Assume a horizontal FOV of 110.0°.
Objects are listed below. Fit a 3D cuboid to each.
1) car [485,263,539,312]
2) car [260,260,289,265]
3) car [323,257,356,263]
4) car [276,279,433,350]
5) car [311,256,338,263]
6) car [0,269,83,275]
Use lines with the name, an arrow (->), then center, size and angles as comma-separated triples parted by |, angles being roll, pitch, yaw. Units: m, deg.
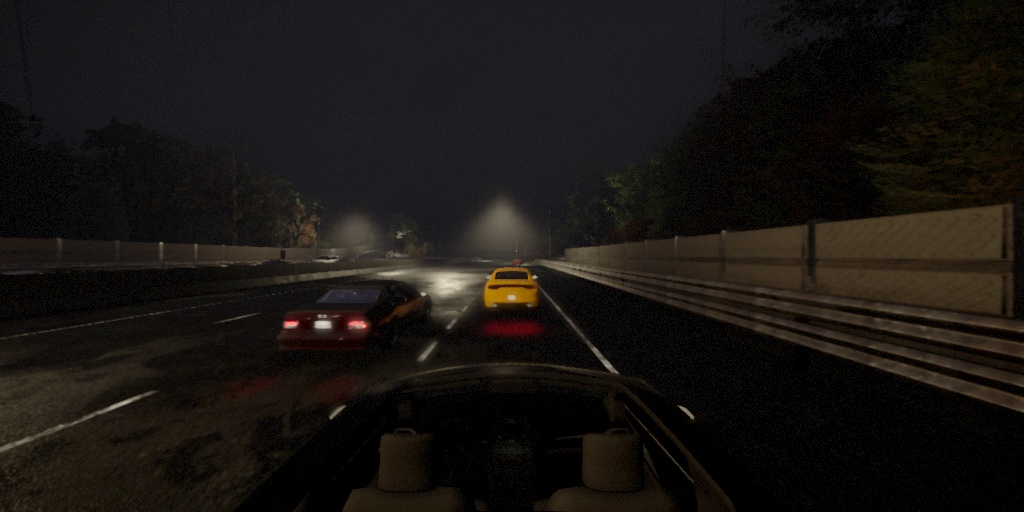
car -> -0.006, 1.206, 14.229 | 1.882, 1.535, 5.008 | 0, 0, 0
car -> -31.524, 1.238, 47.569 | 1.812, 1.442, 4.674 | 0, 1, 0
car -> -21.037, 1.200, 45.088 | 2.128, 1.511, 4.902 | 0, 1, 1
car -> -3.404, 1.283, 8.970 | 2.033, 1.411, 5.357 | 0, 0, 0
car -> -28.043, 0.943, 53.972 | 2.150, 2.045, 5.566 | 0, 0, 1
car -> -21.104, 1.272, 15.971 | 2.033, 1.411, 5.357 | 0, 0, 0
